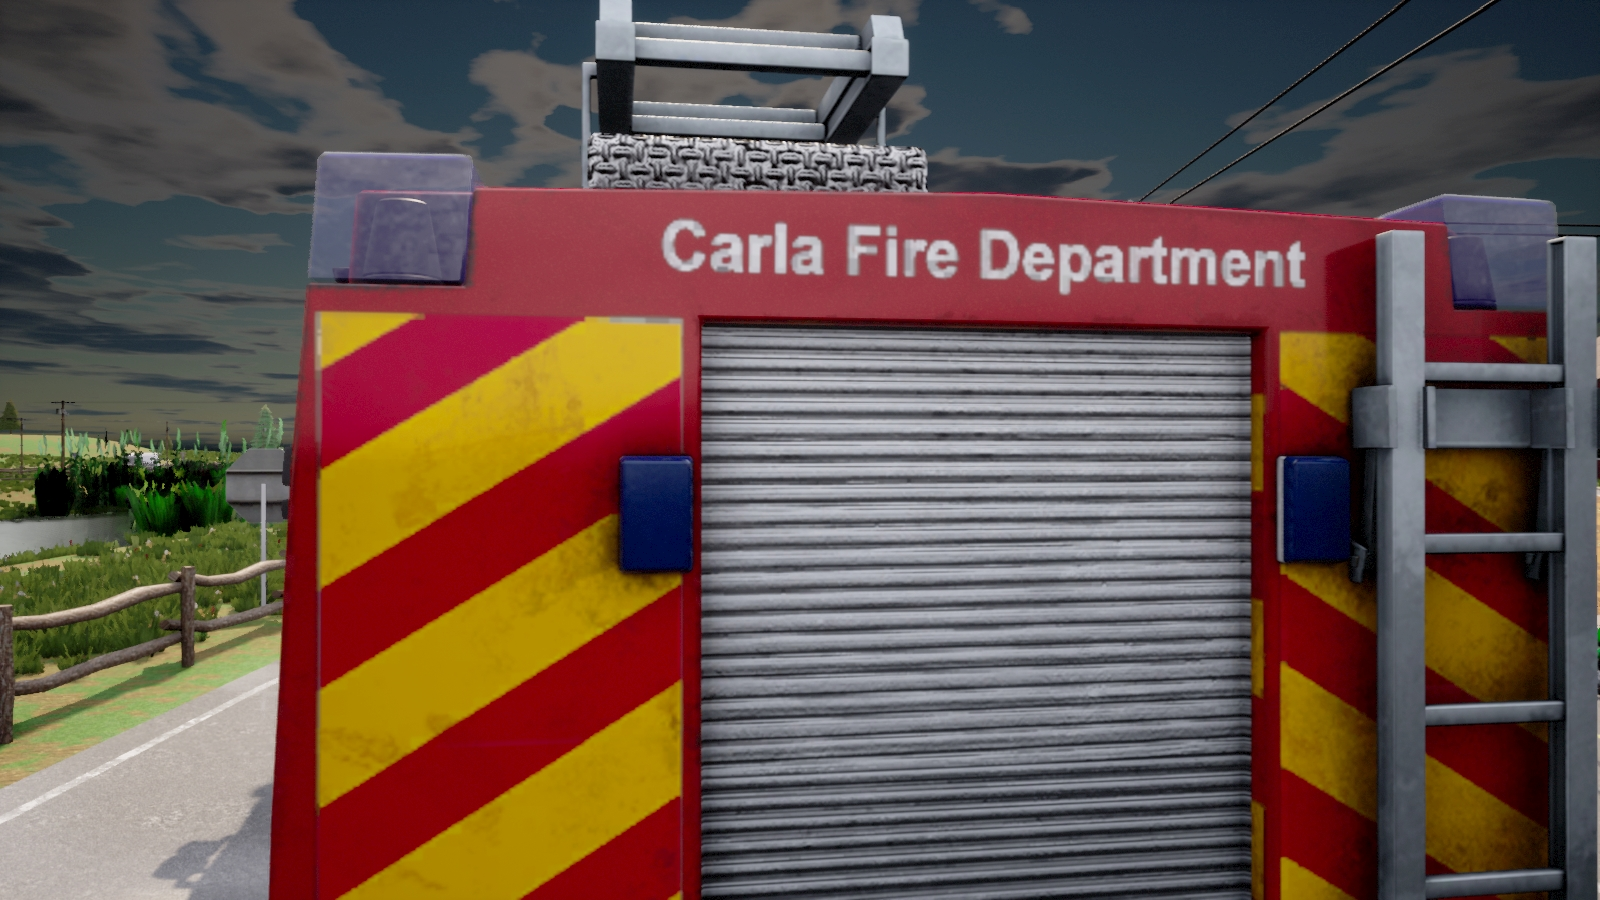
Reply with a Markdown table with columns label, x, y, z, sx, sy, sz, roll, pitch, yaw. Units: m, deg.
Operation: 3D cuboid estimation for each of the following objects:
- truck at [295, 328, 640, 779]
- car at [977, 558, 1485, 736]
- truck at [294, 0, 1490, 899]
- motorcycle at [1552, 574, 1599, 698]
| label | x | y | z | sx | sy | sz | roll | pitch | yaw |
| --- | --- | --- | --- | --- | --- | --- | --- | --- | --- |
| truck | -3.803 | 0.861 | 14.141 | 2.891 | 3.827 | 8.468 | 0 | 0 | -13 |
| car | 4.591 | 2.059 | 12.594 | 4.792 | 1.488 | 2.163 | 0 | 0 | -8 |
| truck | -0.339 | 0.863 | 6.871 | 2.891 | 3.827 | 8.468 | 0 | 0 | -9 |
| motorcycle | 9.895 | 2.142 | 13.281 | 1.805 | 1.316 | 0.856 | 0 | 0 | -6 |
